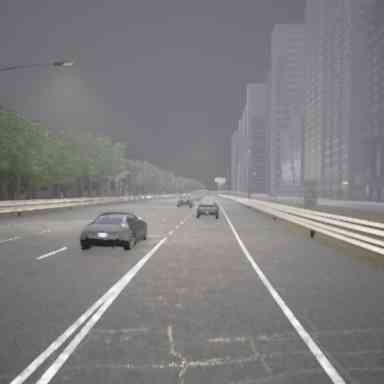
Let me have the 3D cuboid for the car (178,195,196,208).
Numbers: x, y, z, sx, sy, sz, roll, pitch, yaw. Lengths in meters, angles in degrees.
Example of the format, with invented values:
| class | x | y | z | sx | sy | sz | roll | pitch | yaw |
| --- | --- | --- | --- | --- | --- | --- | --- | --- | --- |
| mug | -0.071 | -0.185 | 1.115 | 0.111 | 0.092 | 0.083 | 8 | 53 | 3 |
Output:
| class | x | y | z | sx | sy | sz | roll | pitch | yaw |
| --- | --- | --- | --- | --- | --- | --- | --- | --- | --- |
| car | -0.914 | 1.341 | 49.718 | 2.097 | 1.767 | 4.553 | 0 | 0 | 3 |

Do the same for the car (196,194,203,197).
| class | x | y | z | sx | sy | sz | roll | pitch | yaw |
| --- | --- | --- | --- | --- | --- | --- | --- | --- | --- |
| car | 0.871 | 1.565 | 79.737 | 2.128 | 1.511 | 4.902 | 0 | 0 | 3 |

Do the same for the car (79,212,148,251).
| class | x | y | z | sx | sy | sz | roll | pitch | yaw |
| --- | --- | --- | --- | --- | --- | --- | --- | --- | --- |
| car | -3.147 | 1.540 | 14.151 | 1.994 | 1.385 | 4.181 | 0 | 0 | 4 |

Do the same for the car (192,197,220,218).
| class | x | y | z | sx | sy | sz | roll | pitch | yaw |
| --- | --- | --- | --- | --- | --- | --- | --- | --- | --- |
| car | 1.446 | 1.502 | 30.001 | 2.128 | 1.511 | 4.902 | 0 | 0 | 4 |
